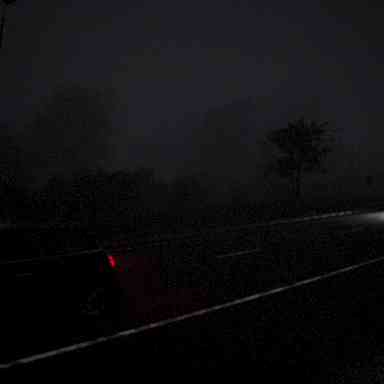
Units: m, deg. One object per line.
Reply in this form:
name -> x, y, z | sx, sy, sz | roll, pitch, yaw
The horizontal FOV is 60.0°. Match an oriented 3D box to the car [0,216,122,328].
car -> -3.616, 1.348, 5.646 | 4.553, 1.767, 2.097 | 0, 0, -35

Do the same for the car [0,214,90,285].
car -> -5.442, 1.472, 8.631 | 5.008, 1.535, 1.882 | 0, 0, -35
